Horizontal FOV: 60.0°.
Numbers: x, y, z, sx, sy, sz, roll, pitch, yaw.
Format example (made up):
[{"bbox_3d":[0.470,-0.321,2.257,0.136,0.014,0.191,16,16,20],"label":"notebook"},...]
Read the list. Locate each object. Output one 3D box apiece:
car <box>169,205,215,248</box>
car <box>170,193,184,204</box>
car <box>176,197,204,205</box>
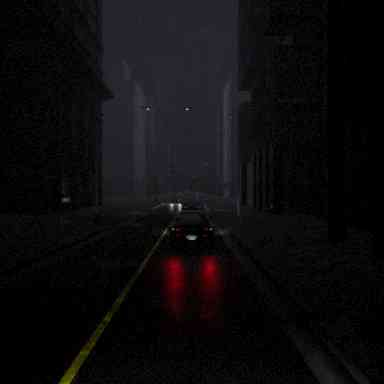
[{"bbox_3d":[0.000,1.528,14.649,1.812,1.442,4.674,0,0,0],"label":"car"},{"bbox_3d":[-3.000,1.477,63.724,1.837,1.490,4.892,0,0,0],"label":"car"},{"bbox_3d":[0.001,1.476,29.649,2.128,1.511,4.902,0,0,0],"label":"car"}]
